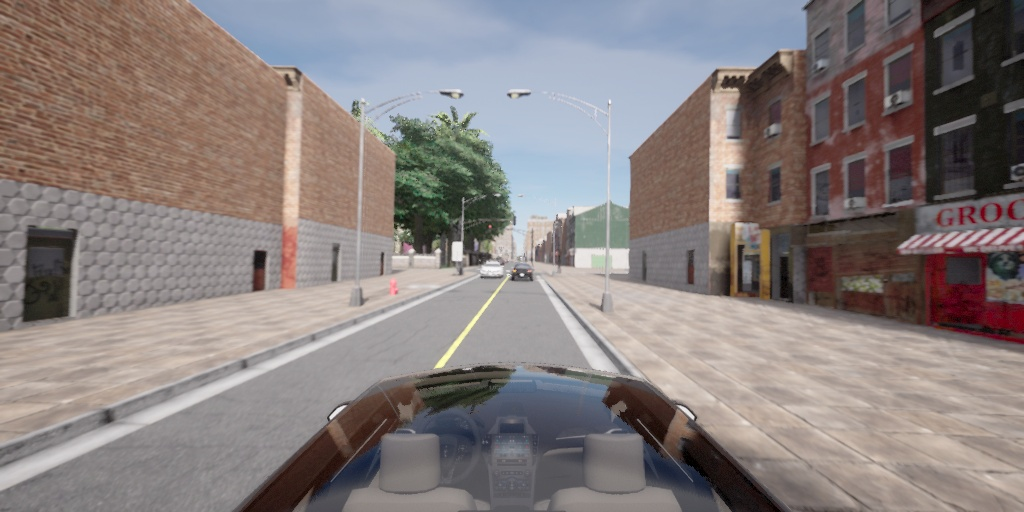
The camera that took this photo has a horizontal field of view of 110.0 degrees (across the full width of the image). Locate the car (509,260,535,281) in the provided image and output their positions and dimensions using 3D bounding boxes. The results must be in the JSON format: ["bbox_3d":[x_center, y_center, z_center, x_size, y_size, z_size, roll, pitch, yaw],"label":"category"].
[{"bbox_3d":[0.888,1.326,30.599,1.812,1.442,4.674,1,0,2],"label":"car"}]

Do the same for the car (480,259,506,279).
[{"bbox_3d":[-1.795,1.277,33.390,1.812,1.442,4.674,1,0,2],"label":"car"}]
